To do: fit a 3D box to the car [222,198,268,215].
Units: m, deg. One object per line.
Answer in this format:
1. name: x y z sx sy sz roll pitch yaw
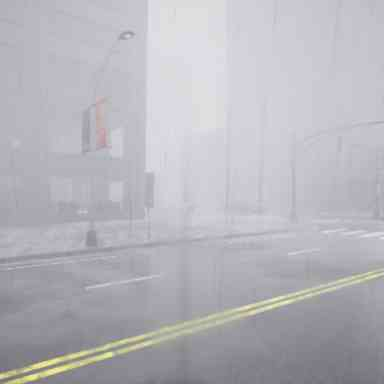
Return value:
1. car: 4.948 1.384 31.628 1.882 1.535 5.008 1 0 -36
